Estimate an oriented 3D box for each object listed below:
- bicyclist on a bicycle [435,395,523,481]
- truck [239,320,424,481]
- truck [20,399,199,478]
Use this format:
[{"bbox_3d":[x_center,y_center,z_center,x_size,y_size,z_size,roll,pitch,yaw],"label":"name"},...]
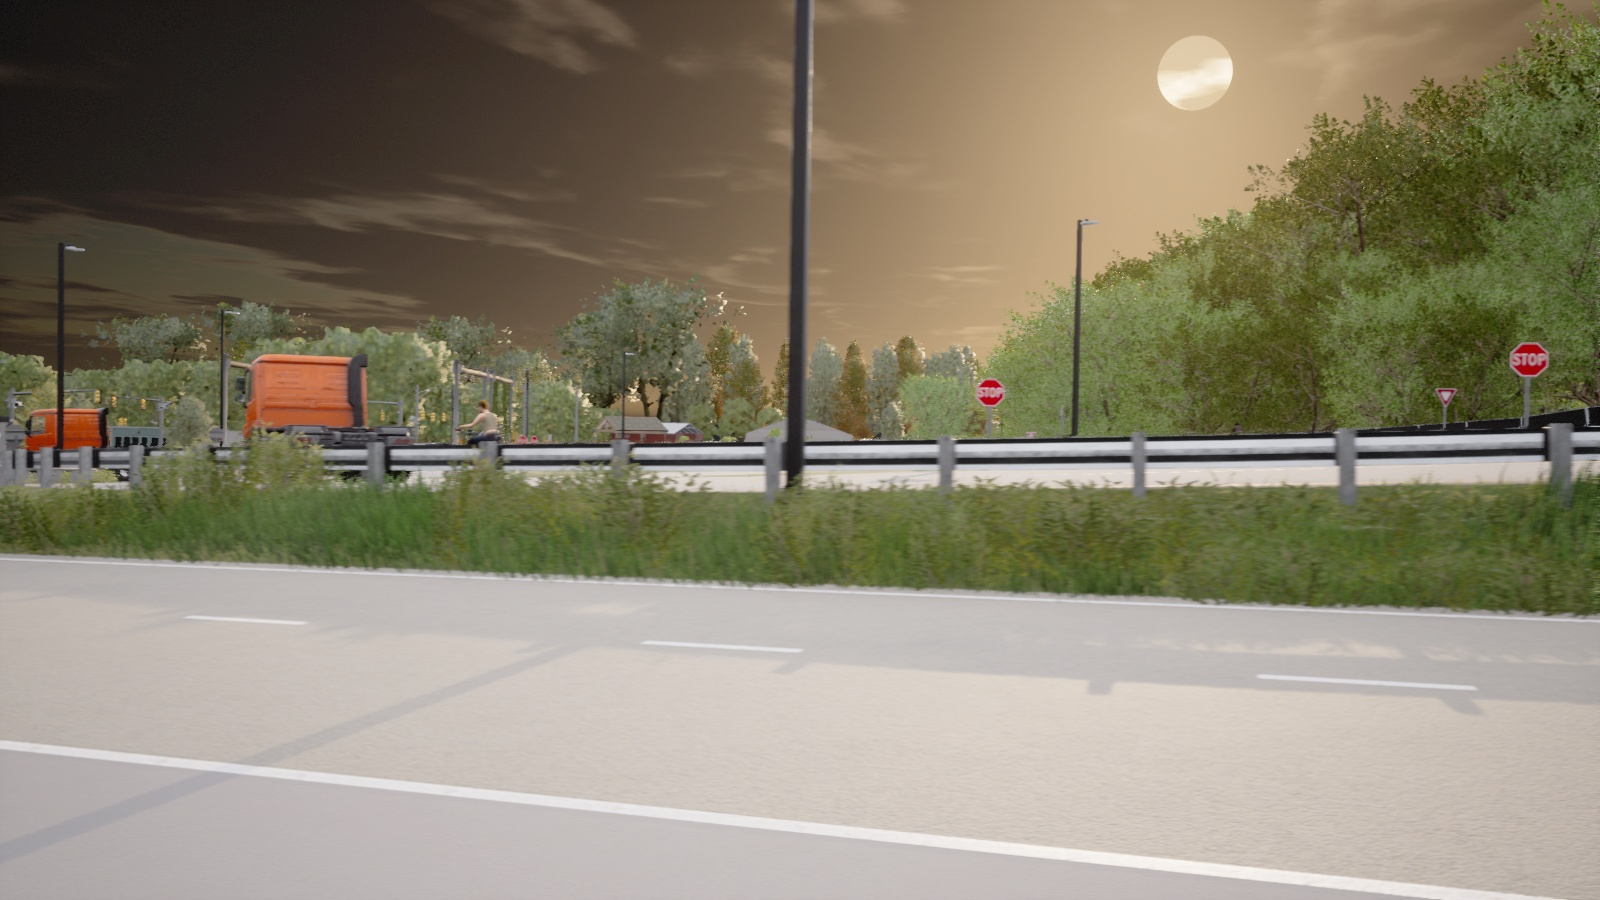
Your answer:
[{"bbox_3d":[-6.267,-0.218,24.514,1.509,1.612,0.866,-1,-1,35],"label":"bicyclist on a bicycle"},{"bbox_3d":[-11.815,-0.972,31.150,2.891,3.462,7.936,1,-2,-31],"label":"truck"},{"bbox_3d":[-31.987,-0.541,58.148,7.936,3.462,2.891,0,1,22],"label":"truck"}]
